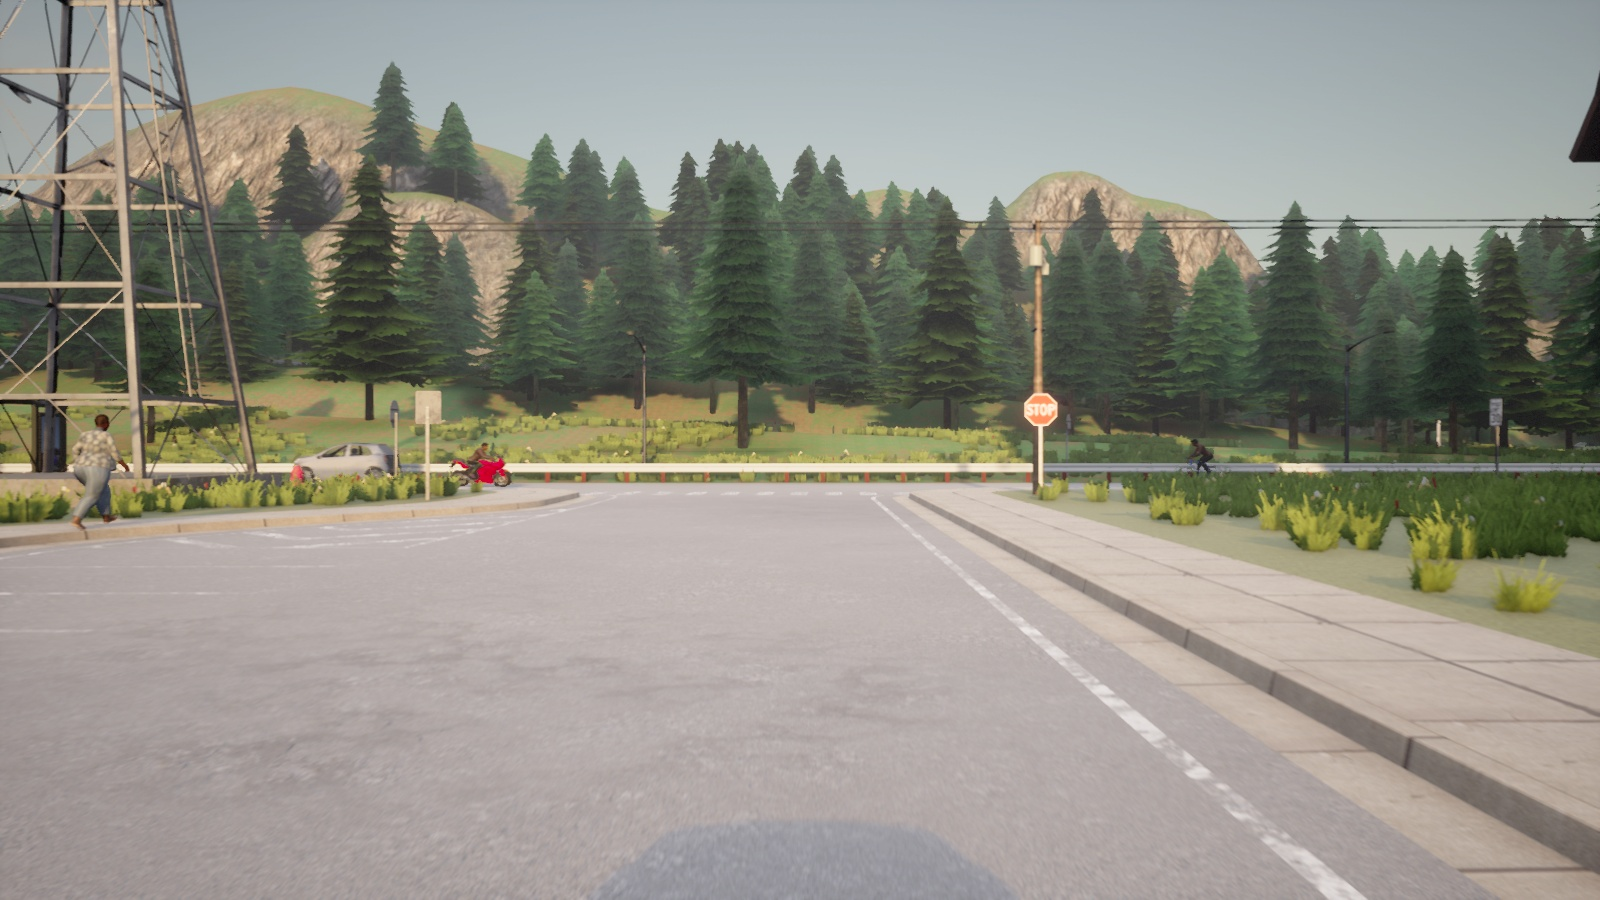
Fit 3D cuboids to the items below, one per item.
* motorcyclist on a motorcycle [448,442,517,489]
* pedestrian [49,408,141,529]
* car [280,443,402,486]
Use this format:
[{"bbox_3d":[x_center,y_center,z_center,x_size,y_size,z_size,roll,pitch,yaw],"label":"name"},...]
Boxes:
[{"bbox_3d":[-10.351,0.490,40.940,2.044,1.523,0.797,0,0,1],"label":"motorcyclist on a motorcycle"},{"bbox_3d":[-11.072,0.282,19.730,0.874,1.855,0.900,0,0,21],"label":"pedestrian"},{"bbox_3d":[-16.256,0.496,44.582,3.633,1.501,1.845,0,0,1],"label":"car"}]
